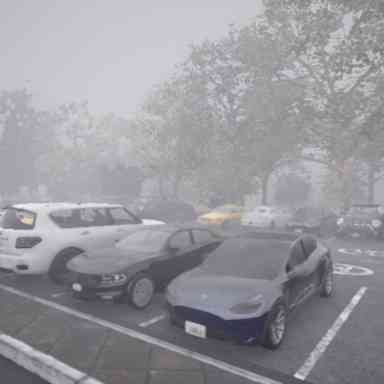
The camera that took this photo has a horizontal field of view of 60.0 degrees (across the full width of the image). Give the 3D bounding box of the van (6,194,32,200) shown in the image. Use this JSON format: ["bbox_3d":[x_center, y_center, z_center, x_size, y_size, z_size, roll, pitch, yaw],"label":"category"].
[{"bbox_3d":[-17.664,1.318,37.078,1.878,1.987,4.442,0,0,36],"label":"van"}]

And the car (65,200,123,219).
[{"bbox_3d":[-8.857,1.540,30.575,2.163,1.488,4.792,0,0,36],"label":"car"}]

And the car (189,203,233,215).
[{"bbox_3d":[2.325,1.553,22.191,1.946,1.575,5.366,0,0,36],"label":"car"}]

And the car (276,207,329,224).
[{"bbox_3d":[6.899,1.607,19.062,2.163,1.488,4.792,0,0,36],"label":"car"}]

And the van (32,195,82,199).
[{"bbox_3d":[-13.300,1.294,33.632,1.878,1.987,4.442,0,0,36],"label":"van"}]

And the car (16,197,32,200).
[{"bbox_3d":[-15.487,1.530,35.360,2.097,1.535,5.008,0,0,36],"label":"car"}]

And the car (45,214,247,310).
[{"bbox_3d":[-0.771,1.585,8.510,2.097,1.535,5.008,0,0,36],"label":"car"}]

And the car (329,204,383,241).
[{"bbox_3d":[9.076,1.462,17.556,2.185,1.767,4.553,0,0,36],"label":"car"}]

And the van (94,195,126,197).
[{"bbox_3d":[-6.562,1.290,29.017,1.878,1.987,4.442,0,0,36],"label":"van"}]

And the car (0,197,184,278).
[{"bbox_3d":[-3.003,1.323,10.159,2.435,2.045,5.566,0,0,36],"label":"car"}]

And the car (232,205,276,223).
[{"bbox_3d":[4.674,1.607,20.711,2.002,1.452,4.674,0,0,36],"label":"car"}]

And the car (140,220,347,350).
[{"bbox_3d":[1.455,1.625,6.851,2.163,1.488,4.792,0,0,36],"label":"car"}]

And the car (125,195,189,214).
[{"bbox_3d":[-2.031,1.283,25.618,2.435,2.045,5.566,0,0,36],"label":"car"}]

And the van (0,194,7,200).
[{"bbox_3d":[-20.043,1.331,38.518,1.878,1.987,4.442,0,0,36],"label":"van"}]

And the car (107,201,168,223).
[{"bbox_3d":[-4.306,1.554,27.200,2.163,1.488,4.792,0,0,36],"label":"car"}]

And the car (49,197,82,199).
[{"bbox_3d":[-10.992,1.541,32.126,2.163,1.488,4.792,0,0,36],"label":"car"}]
